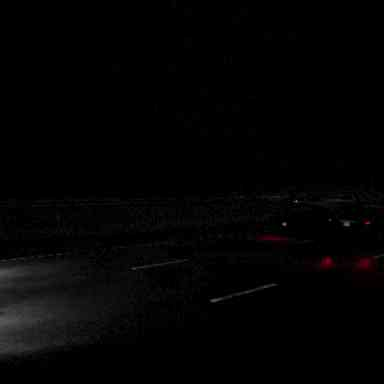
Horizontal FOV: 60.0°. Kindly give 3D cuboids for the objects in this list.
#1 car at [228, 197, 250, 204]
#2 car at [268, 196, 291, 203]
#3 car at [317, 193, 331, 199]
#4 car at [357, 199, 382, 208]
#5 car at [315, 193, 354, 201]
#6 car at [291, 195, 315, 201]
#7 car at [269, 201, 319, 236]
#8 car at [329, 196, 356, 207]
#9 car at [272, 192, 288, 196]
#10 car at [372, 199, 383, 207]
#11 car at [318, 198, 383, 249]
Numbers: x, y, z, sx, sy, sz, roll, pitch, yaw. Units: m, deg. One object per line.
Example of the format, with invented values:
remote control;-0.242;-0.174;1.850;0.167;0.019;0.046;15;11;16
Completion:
car;7.259;1.520;51.326;1.994;1.385;4.181;1;1;38
car;12.443;1.622;45.312;4.718;1.301;1.895;1;0;-38
car;35.397;1.068;88.898;2.033;1.411;5.357;1;2;38
car;28.570;1.817;53.488;4.674;1.442;1.812;1;0;-38
car;17.841;1.295;40.653;5.566;2.045;2.150;1;0;-38
car;15.665;1.546;43.392;4.902;1.511;2.128;1;0;-38
car;6.568;1.446;18.172;5.008;1.535;1.882;0;0;-38
car;25.027;1.595;55.171;4.553;1.767;2.097;1;0;-38
car;16.869;1.136;64.346;2.150;2.045;5.566;1;2;35
car;37.418;2.080;64.879;5.357;1.411;2.033;2;-1;-38
car;7.943;1.337;14.799;4.553;1.767;2.097;0;0;-38
